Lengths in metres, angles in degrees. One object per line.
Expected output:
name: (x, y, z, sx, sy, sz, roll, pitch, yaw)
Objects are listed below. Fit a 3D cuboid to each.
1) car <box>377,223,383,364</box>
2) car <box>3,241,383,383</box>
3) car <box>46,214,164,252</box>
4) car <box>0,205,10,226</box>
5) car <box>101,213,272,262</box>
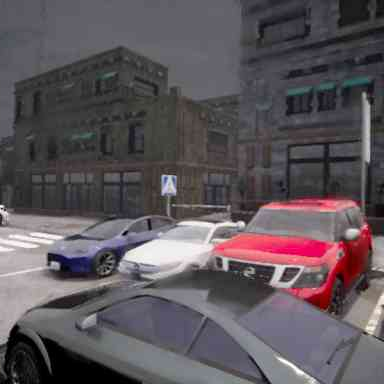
car: (4.652, 1.358, 5.597, 2.185, 1.767, 4.553, 0, 0, 35)
car: (-0.119, 1.552, 3.463, 4.181, 1.385, 1.994, 0, 0, 35)
car: (-2.083, 1.462, 10.404, 2.163, 1.488, 4.792, 0, 0, 35)
car: (-13.273, 1.080, 18.456, 2.435, 2.045, 5.566, 1, 0, 35)
car: (0.180, 1.491, 8.828, 2.002, 1.452, 4.674, 0, 0, 36)
